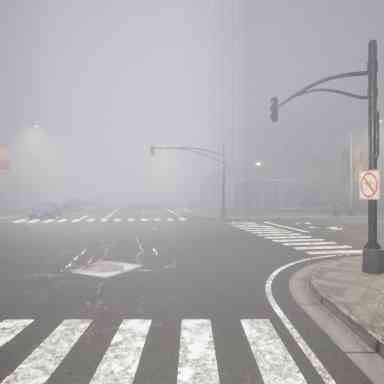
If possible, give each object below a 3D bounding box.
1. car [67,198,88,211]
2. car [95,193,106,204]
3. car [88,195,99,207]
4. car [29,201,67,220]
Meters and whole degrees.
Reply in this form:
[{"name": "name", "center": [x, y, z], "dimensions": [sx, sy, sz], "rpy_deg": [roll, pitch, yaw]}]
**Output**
[{"name": "car", "center": [-14.285, 1.500, 40.207], "dimensions": [1.882, 1.535, 5.008], "rpy_deg": [0, 0, -9]}, {"name": "car", "center": [-18.496, 1.140, 66.734], "dimensions": [2.150, 2.045, 5.566], "rpy_deg": [0, 0, -9]}, {"name": "car", "center": [-16.213, 1.598, 52.128], "dimensions": [1.994, 1.385, 4.181], "rpy_deg": [0, 0, -9]}, {"name": "car", "center": [-12.380, 1.537, 28.431], "dimensions": [1.812, 1.442, 4.674], "rpy_deg": [0, 0, -9]}]
